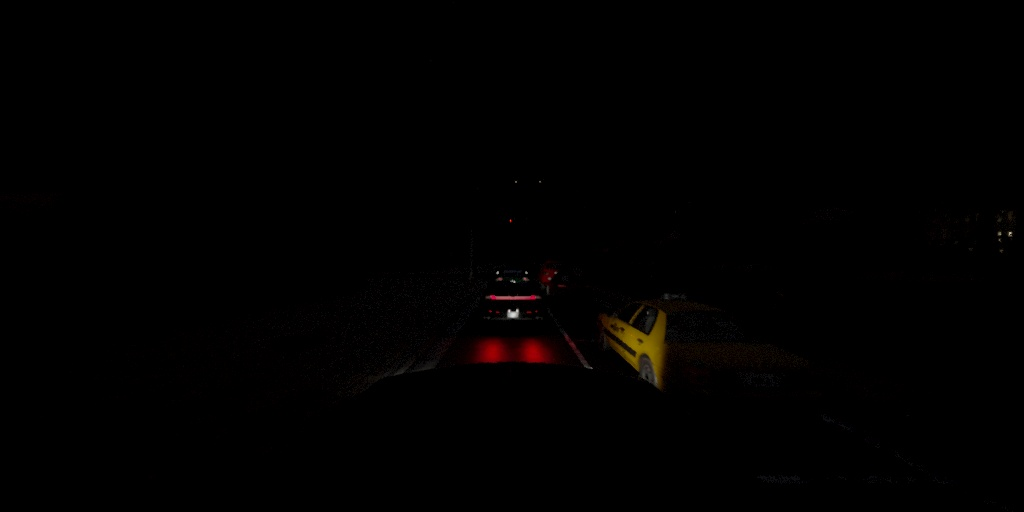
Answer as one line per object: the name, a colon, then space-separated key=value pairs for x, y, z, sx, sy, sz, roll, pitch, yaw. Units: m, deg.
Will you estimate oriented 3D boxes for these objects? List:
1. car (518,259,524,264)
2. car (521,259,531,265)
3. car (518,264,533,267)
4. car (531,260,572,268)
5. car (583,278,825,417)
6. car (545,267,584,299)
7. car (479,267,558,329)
car: x=2.564 y=1.618 z=65.035 sx=1.888 sy=1.381 sz=4.507 roll=0 pitch=0 yaw=0
car: x=2.583 y=1.516 z=48.725 sx=1.888 sy=1.381 sz=4.507 roll=0 pitch=0 yaw=0
car: x=0.006 y=1.392 z=21.410 sx=1.994 sy=1.385 sz=4.181 roll=0 pitch=0 yaw=-1
car: x=2.615 y=1.146 z=22.296 sx=2.192 sy=1.841 sz=5.009 roll=0 pitch=0 yaw=0
car: x=2.634 y=1.290 z=6.118 sx=1.751 sy=1.417 sz=4.829 roll=0 pitch=0 yaw=0
car: x=2.621 y=1.390 z=16.847 sx=1.802 sy=1.307 sz=4.207 roll=0 pitch=0 yaw=0
car: x=0.047 y=1.276 z=11.396 sx=2.128 sy=1.511 sz=4.902 roll=0 pitch=0 yaw=1
